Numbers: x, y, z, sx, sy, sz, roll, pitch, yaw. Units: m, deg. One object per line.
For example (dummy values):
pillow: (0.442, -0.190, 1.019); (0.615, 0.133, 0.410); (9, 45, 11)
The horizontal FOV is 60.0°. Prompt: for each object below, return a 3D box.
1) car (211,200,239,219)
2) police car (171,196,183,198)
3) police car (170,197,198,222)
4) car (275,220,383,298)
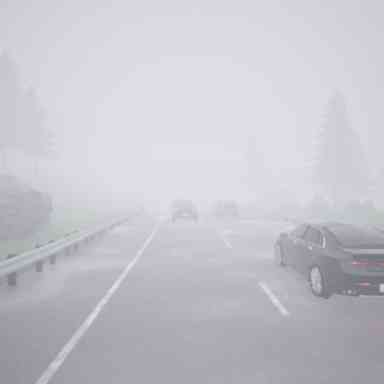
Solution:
car: (2.772, 1.411, 28.472); (2.128, 1.511, 4.902); (0, 0, -3)
police car: (-1.787, 1.304, 43.239); (1.930, 1.638, 5.238); (0, 0, -5)
police car: (-0.589, 1.431, 25.767); (2.038, 1.542, 4.974); (0, 0, -3)
car: (3.504, 1.480, 8.428); (1.837, 1.490, 4.892); (0, 0, -1)
